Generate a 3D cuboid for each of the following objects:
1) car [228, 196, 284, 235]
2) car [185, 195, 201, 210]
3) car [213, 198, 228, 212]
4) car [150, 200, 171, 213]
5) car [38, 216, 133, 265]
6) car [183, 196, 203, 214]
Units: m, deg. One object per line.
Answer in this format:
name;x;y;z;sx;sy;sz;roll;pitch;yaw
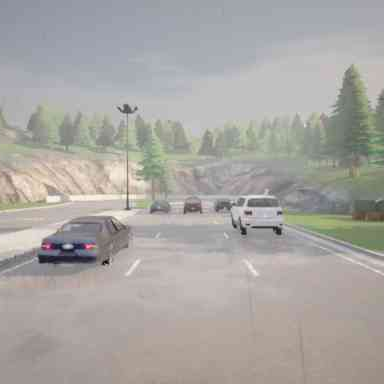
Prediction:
car;3.603;1.218;19.085;2.150;2.045;5.566;0;0;0
car;0.196;1.345;44.494;2.097;1.767;4.553;0;0;1
car;3.610;1.497;38.800;1.837;1.490;4.892;0;0;0
car;-3.394;1.557;36.372;1.994;1.385;4.181;0;0;0
car;-3.397;1.546;11.627;2.033;1.411;5.357;0;0;0
car;0.097;1.472;35.265;1.882;1.535;5.008;0;0;0
